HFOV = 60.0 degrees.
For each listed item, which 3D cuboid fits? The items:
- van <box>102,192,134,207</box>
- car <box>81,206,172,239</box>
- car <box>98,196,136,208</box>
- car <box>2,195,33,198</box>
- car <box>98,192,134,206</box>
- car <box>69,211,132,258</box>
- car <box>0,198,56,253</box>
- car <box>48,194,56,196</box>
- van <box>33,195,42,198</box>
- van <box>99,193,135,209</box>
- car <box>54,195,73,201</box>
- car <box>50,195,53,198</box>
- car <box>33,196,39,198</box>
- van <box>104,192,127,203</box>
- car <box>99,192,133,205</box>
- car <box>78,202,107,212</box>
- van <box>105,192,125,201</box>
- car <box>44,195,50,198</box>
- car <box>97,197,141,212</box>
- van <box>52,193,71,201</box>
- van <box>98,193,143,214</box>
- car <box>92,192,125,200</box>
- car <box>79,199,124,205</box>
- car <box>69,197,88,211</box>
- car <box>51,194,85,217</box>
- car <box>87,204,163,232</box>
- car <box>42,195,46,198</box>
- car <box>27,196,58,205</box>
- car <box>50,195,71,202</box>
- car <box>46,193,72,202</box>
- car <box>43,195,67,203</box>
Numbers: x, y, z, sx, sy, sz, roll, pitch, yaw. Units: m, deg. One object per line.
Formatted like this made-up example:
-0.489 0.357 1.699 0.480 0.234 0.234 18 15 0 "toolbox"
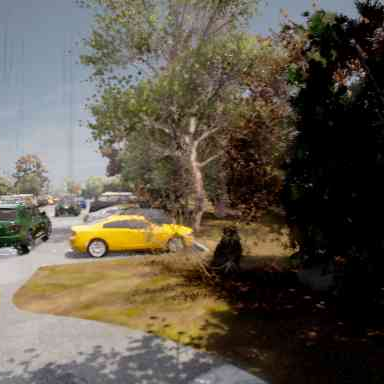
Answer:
-10.867 1.117 48.727 4.442 1.987 1.878 -1 1 -14 "van"
-3.745 1.665 19.112 4.792 1.488 2.163 -1 1 -14 "car"
-10.310 1.355 46.012 5.008 1.535 2.097 -1 1 -14 "car"
-22.343 1.539 40.275 4.553 1.767 2.185 -1 1 -14 "car"
-12.327 1.075 54.073 5.566 2.045 2.435 -1 1 -14 "car"
-2.431 1.701 13.857 5.008 1.535 2.097 -1 1 -14 "car"
-8.146 1.529 15.321 2.150 2.045 5.566 -1 1 -11 "car"
-26.517 1.604 56.400 5.366 1.575 1.946 -1 1 -14 "car"
-23.584 1.414 45.685 4.442 1.987 1.878 -1 1 -14 "van"
-9.762 1.144 43.277 4.442 1.987 1.878 -1 1 -14 "van"
-34.259 1.643 88.781 4.674 1.452 2.002 -1 0 -14 "car"
-25.704 1.643 53.741 4.792 1.488 2.163 -1 1 -14 "car"
-23.002 1.681 42.970 4.792 1.488 2.163 -1 1 -14 "car"
-15.514 1.047 67.683 4.442 1.987 1.878 -1 1 -14 "van"
-12.986 1.065 56.763 5.566 2.045 2.435 -1 1 -14 "car"
-3.059 1.541 16.555 4.553 1.767 2.185 -1 1 -14 "car"
-18.153 1.008 78.444 4.442 1.987 1.878 -1 1 -14 "van"
-25.043 1.653 51.045 4.792 1.488 2.163 -1 1 -14 "car"
-8.339 1.433 38.077 4.792 1.488 2.163 -1 1 -14 "car"
-33.722 1.345 86.058 4.442 1.987 1.878 -1 0 -14 "van"
-7.598 1.204 35.403 4.442 1.987 1.878 -1 1 -14 "van"
-6.335 1.247 29.881 5.566 2.045 2.435 -1 1 -14 "car"
-5.218 1.568 24.455 5.366 1.575 1.946 -1 1 -14 "car"
-14.766 1.472 43.421 1.882 1.535 5.008 -1 1 -14 "car"
-12.202 1.432 32.948 2.097 1.767 4.553 -1 1 -14 "car"
-4.380 1.641 21.809 4.674 1.452 2.002 -1 1 -14 "car"
-24.381 1.663 48.349 4.792 1.488 2.163 -1 1 -14 "car"
-27.665 1.585 61.835 4.892 1.521 2.231 -1 1 -14 "car"
-32.912 1.563 83.389 4.792 1.488 2.163 -1 0 -14 "car"
-32.265 1.262 80.716 5.566 2.045 2.435 -1 1 -14 "car"
-30.961 1.574 75.320 4.674 1.452 2.002 -1 1 -14 "car"
